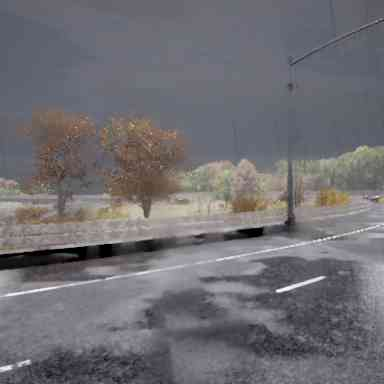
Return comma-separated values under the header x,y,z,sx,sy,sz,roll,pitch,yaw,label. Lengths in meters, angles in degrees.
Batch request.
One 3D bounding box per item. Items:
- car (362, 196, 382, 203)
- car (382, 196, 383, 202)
x,y,z,sx,sy,sz,roll,pitch,yaw,label
38.667,1.639,72.164,1.882,1.535,5.008,0,0,9,car
42.107,1.630,71.522,1.882,1.535,5.008,0,0,9,car
